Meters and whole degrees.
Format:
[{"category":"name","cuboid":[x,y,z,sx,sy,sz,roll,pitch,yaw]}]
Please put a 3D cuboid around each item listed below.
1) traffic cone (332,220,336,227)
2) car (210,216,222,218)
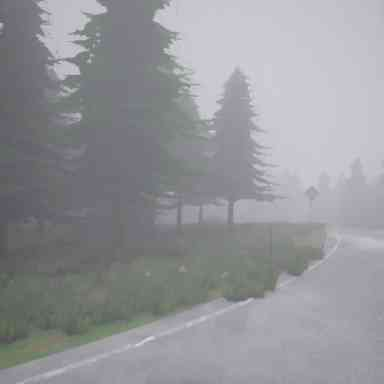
[{"category":"traffic cone","cuboid":[12.592,2.783,29.467,0.340,0.580,0.340,3,-5,-1]},{"category":"car","cuboid":[3.664,4.042,45.672,2.033,1.411,5.357,7,-9,-40]}]
